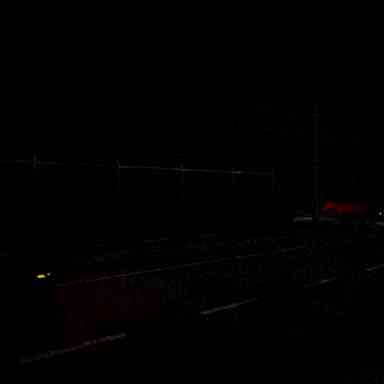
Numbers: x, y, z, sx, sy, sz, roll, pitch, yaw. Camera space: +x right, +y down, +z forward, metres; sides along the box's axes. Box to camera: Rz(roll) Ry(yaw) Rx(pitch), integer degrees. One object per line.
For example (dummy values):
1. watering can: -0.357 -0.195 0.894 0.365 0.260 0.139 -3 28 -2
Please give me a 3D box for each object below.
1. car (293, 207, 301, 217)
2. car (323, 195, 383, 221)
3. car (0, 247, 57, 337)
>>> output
1. car: 8.130 1.601 31.935 1.837 1.490 4.892 0 0 -36
2. car: 14.372 1.324 29.247 2.150 2.045 5.566 0 0 -36
3. car: -4.552 1.524 5.028 4.674 1.442 1.812 0 0 -35
